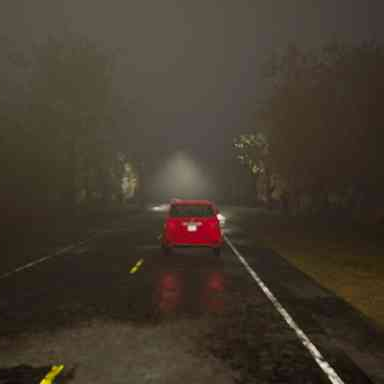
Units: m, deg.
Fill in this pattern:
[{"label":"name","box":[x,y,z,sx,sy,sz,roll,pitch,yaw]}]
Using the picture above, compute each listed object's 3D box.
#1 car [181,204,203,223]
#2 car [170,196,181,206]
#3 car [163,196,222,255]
[{"label":"car","box":[0.014,1.811,29.405,1.812,1.442,4.674,0,0,0]},{"label":"car","box":[-3.477,1.909,71.046,2.150,2.045,5.566,0,-1,0]},{"label":"car","box":[0.005,1.353,14.044,2.150,2.045,5.566,0,0,0]}]
